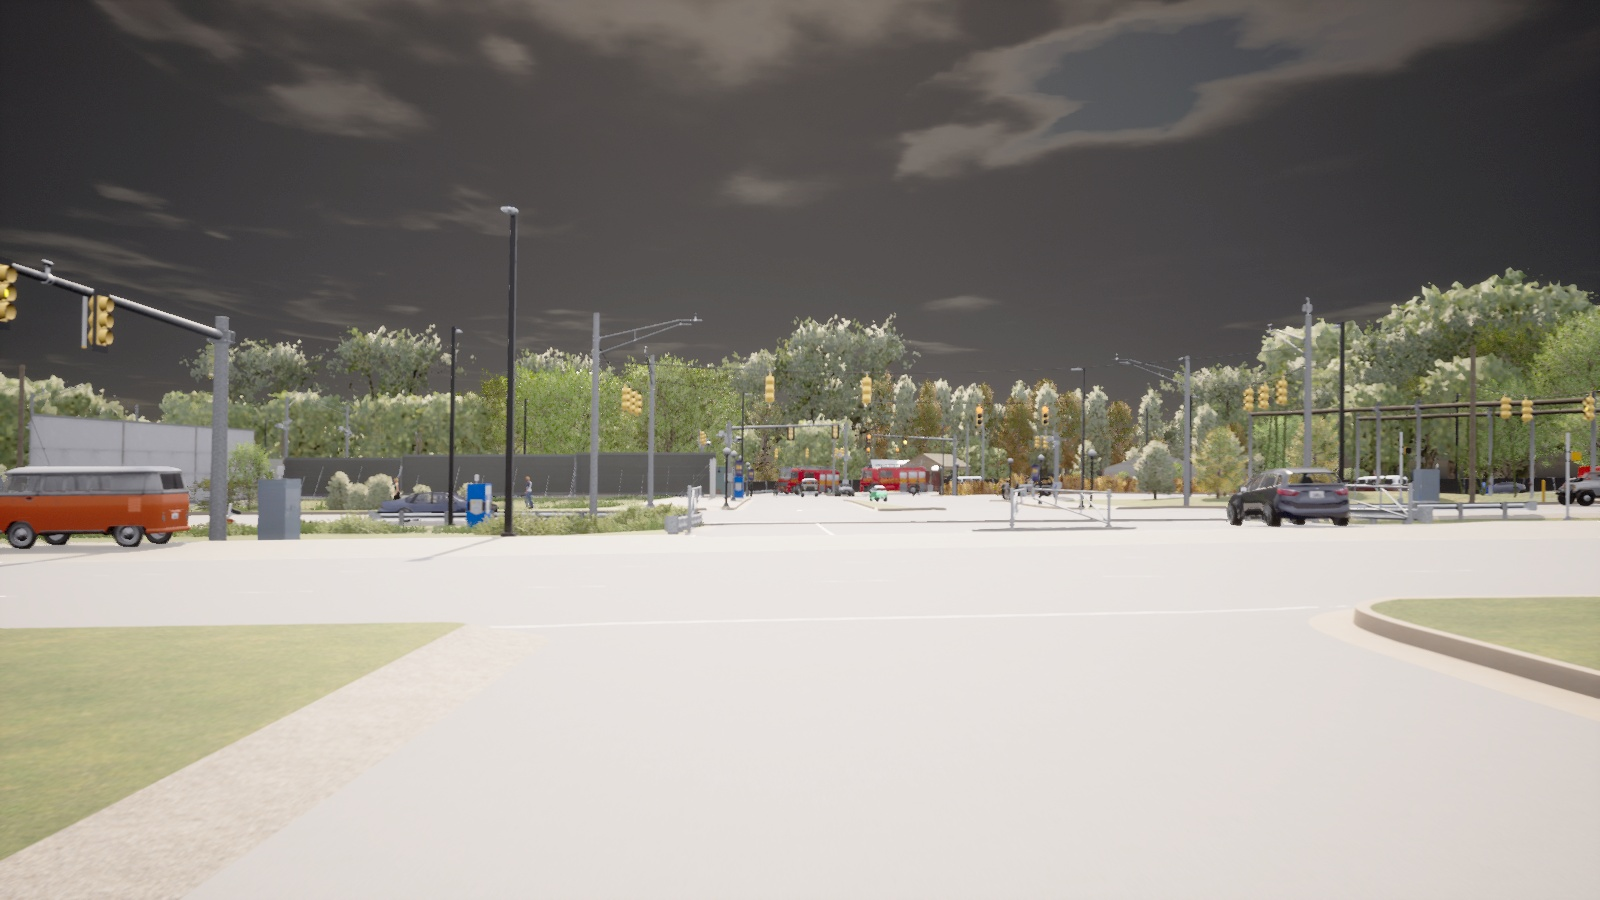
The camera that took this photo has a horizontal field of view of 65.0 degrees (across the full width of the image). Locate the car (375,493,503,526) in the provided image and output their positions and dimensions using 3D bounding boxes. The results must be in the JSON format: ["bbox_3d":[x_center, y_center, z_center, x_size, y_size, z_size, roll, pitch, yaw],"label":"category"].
[{"bbox_3d":[-16.753,2.772,58.510,5.357,1.411,2.033,-1,-1,0],"label":"car"}]

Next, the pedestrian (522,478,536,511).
[{"bbox_3d":[-15.311,2.522,70.877,0.706,1.836,0.354,0,-1,-2],"label":"pedestrian"}]

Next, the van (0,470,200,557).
[{"bbox_3d":[-17.444,1.531,30.939,4.442,1.987,1.775,-1,-1,-1],"label":"van"}]

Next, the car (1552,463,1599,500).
[{"bbox_3d":[42.414,1.646,66.599,3.866,1.878,1.905,-1,-1,-1],"label":"car"}]

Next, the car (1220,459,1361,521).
[{"bbox_3d":[14.222,1.210,36.739,2.242,1.667,4.611,-1,-3,-1],"label":"car"}]
